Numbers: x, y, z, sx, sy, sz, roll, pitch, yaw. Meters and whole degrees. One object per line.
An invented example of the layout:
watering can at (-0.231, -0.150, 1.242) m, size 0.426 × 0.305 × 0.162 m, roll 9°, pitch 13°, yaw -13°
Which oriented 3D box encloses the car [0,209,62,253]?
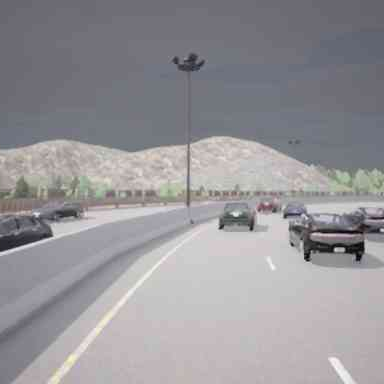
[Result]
car at (-6.272, 1.489, 10.421) m, size 1.837 × 1.490 × 4.892 m, roll 0°, pitch 0°, yaw 7°

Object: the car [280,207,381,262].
car at (4.750, 1.519, 12.315) m, size 2.128 × 1.511 × 4.902 m, roll 0°, pitch 0°, yaw 8°

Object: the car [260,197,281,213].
car at (9.070, 1.414, 38.369) m, size 2.097 × 1.767 × 4.553 m, roll 0°, pitch 0°, yaw 25°

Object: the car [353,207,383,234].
car at (9.265, 1.540, 17.516) m, size 2.128 × 1.511 × 4.902 m, roll 0°, pitch 0°, yaw 12°

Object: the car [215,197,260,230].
car at (3.064, 1.380, 21.470) m, size 2.097 × 1.767 × 4.553 m, roll 0°, pitch 0°, yaw 14°

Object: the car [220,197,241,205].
car at (7.382, 1.685, 63.130) m, size 1.895 × 1.301 × 4.718 m, roll 0°, pitch 0°, yaw 36°

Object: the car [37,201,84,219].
car at (-10.410, 1.471, 26.037) m, size 2.128 × 1.511 × 4.902 m, roll 0°, pitch 0°, yaw 15°

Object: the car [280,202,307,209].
car at (9.492, 1.622, 30.403) m, size 1.994 × 1.385 × 4.181 m, roll 0°, pitch 0°, yaw 20°

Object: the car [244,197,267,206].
car at (10.765, 1.559, 55.841) m, size 1.882 × 1.535 × 5.008 m, roll 0°, pitch 0°, yaw 34°

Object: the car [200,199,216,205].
car at (2.991, 1.648, 49.953) m, size 1.895 × 1.301 × 4.718 m, roll 0°, pitch 0°, yaw 30°

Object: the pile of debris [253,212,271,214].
pile of debris at (7.445, 2.229, 35.379) m, size 1.500 × 0.140 × 1.860 m, roll 0°, pitch 0°, yaw 23°
